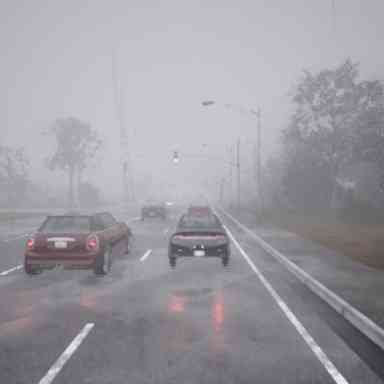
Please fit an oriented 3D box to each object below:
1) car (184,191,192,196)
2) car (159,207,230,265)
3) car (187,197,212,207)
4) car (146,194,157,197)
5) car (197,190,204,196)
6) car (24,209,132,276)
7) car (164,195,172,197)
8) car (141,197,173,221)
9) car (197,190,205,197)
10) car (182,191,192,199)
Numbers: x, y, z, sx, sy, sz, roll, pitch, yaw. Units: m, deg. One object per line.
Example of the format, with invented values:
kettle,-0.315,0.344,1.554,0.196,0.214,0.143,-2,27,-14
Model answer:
car,-1.107,0.355,91.785,1.895,1.301,4.718,0,3,2
car,0.238,1.484,11.614,2.128,1.511,4.902,0,0,1
car,0.590,1.462,27.015,1.882,1.535,5.008,0,0,2
car,-8.722,1.251,71.142,2.097,1.767,4.553,0,1,2
car,2.391,0.287,91.647,1.812,1.442,4.674,0,3,2
car,-3.279,1.344,10.512,2.097,1.767,4.553,0,0,1
car,-5.225,1.423,71.012,2.128,1.511,4.902,0,1,2
car,-2.912,1.460,27.021,1.882,1.535,5.008,0,0,2
car,2.082,1.006,81.235,2.033,1.411,5.357,0,3,2
car,-1.405,0.968,81.754,1.812,1.442,4.674,0,3,2
